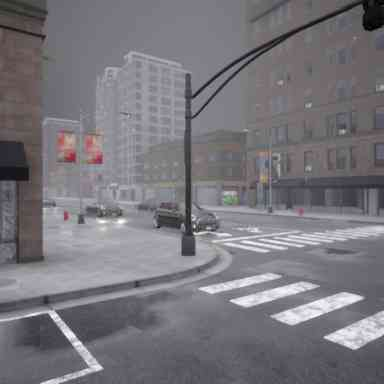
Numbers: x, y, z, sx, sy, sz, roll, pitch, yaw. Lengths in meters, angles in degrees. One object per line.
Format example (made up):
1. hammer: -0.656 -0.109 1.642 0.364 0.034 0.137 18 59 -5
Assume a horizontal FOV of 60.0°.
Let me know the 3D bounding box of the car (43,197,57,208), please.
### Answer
1. car: -20.859 1.434 47.766 1.837 1.490 4.892 0 0 -36

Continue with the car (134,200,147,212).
1. car: -4.425 1.491 36.319 2.033 1.411 5.357 0 0 -36

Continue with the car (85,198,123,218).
1. car: -7.834 1.311 29.588 2.097 1.767 4.553 0 0 -36

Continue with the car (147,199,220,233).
1. car: -0.430 1.330 19.337 2.097 1.767 4.553 0 0 -36
